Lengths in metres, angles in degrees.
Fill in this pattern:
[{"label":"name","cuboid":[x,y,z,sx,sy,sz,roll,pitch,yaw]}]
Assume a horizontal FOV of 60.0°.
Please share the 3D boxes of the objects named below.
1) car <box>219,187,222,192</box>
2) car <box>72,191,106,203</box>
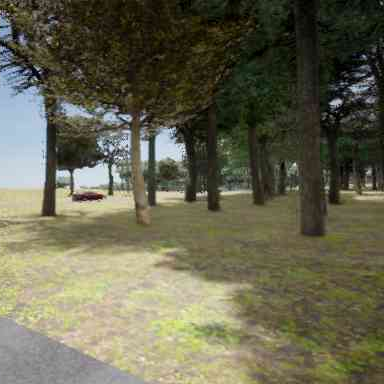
[{"label":"car","cuboid":[6.323,-0.632,88.816,1.812,1.442,4.674,-3,1,35]},{"label":"car","cuboid":[-14.267,0.630,46.367,1.882,1.535,5.008,-3,0,34]}]
